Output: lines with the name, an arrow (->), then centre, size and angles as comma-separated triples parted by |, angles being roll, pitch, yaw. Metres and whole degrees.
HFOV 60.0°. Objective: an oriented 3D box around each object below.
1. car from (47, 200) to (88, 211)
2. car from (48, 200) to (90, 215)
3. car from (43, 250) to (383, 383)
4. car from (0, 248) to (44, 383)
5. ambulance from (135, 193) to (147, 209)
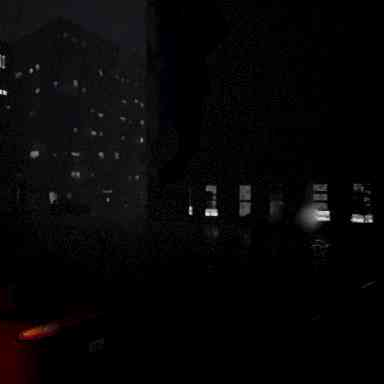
car -> -16.087, 1.722, 43.307 | 1.752, 1.417, 4.829 | -1, -2, 35
car -> -12.430, 1.533, 34.050 | 1.967, 1.590, 4.097 | -1, -2, 35
car -> 1.684, 1.319, 1.685 | 5.009, 1.841, 2.192 | 1, 0, 36
car -> -2.844, 1.508, 4.914 | 4.507, 1.381, 1.887 | 1, 0, 36
ambulance -> -6.263, 1.425, 52.657 | 2.351, 2.431, 6.366 | 0, -1, 35
